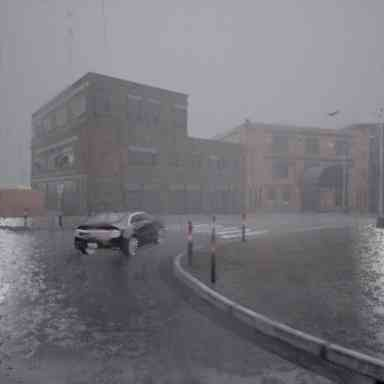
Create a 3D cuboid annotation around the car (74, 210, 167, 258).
[{"bbox_3d":[-2.466,1.427,12.607,2.128,1.511,4.902,0,0,14],"label":"car"}]
